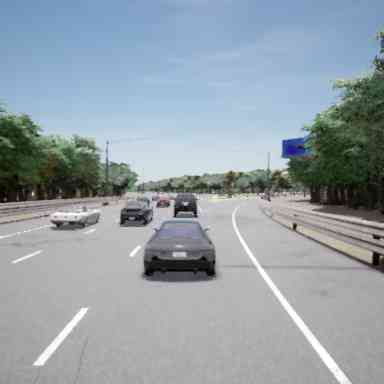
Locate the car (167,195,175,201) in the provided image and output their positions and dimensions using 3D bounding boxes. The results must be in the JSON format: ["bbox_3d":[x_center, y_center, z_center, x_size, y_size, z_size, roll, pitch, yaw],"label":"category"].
[{"bbox_3d":[-5.680,1.544,88.398,2.033,1.411,5.357,0,0,-4],"label":"car"}]

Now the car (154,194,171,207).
[{"bbox_3d":[-4.183,1.452,49.465,1.812,1.442,4.674,0,0,-1],"label":"car"}]

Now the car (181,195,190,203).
[{"bbox_3d":[-1.335,1.473,71.351,1.837,1.490,4.892,0,0,-2],"label":"car"}]

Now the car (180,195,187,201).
[{"bbox_3d":[-2.340,1.530,91.155,1.837,1.490,4.892,0,0,-4],"label":"car"}]

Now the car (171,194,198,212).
[{"bbox_3d":[-0.592,1.185,31.690,2.150,2.045,5.566,0,0,-1],"label":"car"}]

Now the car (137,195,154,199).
[{"bbox_3d":[-7.725,1.398,52.405,2.128,1.511,4.902,0,0,-1],"label":"car"}]

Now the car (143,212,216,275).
[{"bbox_3d":[-0.347,1.562,10.496,1.994,1.385,4.181,0,0,-1],"label":"car"}]

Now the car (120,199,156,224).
[{"bbox_3d":[-3.933,1.460,24.061,1.837,1.490,4.892,0,0,0],"label":"car"}]

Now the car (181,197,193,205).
[{"bbox_3d":[-0.916,1.516,56.875,1.994,1.385,4.181,0,0,-1],"label":"car"}]

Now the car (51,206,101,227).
[{"bbox_3d":[-7.460,1.540,21.923,1.895,1.301,4.718,0,0,0],"label":"car"}]
